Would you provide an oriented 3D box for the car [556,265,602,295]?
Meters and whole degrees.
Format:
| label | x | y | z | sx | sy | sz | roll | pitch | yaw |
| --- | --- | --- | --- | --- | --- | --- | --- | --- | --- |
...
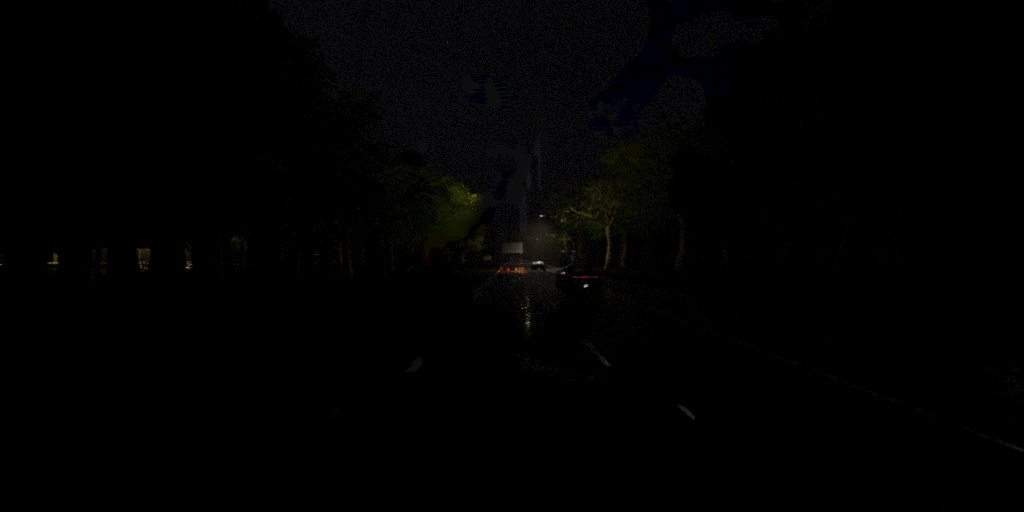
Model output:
| label | x | y | z | sx | sy | sz | roll | pitch | yaw |
| --- | --- | --- | --- | --- | --- | --- | --- | --- | --- |
| car | 3.601 | 1.249 | 19.866 | 2.128 | 1.511 | 4.902 | 0 | 0 | 0 |

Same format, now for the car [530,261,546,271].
| label | x | y | z | sx | sy | sz | roll | pitch | yaw |
| --- | --- | --- | --- | --- | --- | --- | --- | --- | --- |
| car | 3.598 | 1.400 | 50.379 | 1.895 | 1.301 | 4.718 | 0 | 0 | 0 |

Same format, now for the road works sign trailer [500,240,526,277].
| label | x | y | z | sx | sy | sz | roll | pitch | yaw |
| --- | --- | --- | --- | --- | --- | --- | --- | --- | --- |
| road works sign trailer | -0.002 | 0.238 | 35.418 | 2.380 | 3.560 | 2.880 | 0 | 0 | 0 |
